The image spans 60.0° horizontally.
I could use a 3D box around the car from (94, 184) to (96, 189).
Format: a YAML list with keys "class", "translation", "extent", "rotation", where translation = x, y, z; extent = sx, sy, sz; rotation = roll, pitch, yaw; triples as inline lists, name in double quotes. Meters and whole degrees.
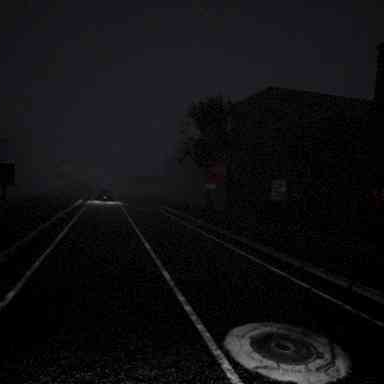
- class: "car"
  translation: [-25.548, -1.215, 76.009]
  extent: [5.566, 2.045, 2.435]
  rotation: [3, 0, -15]

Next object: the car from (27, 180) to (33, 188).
- class: "car"
  translation: [-38.130, -1.721, 72.697]
  extent: [4.553, 1.767, 2.185]
  rotation: [3, 0, -15]

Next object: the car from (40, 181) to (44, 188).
- class: "car"
  translation: [-40.787, -1.797, 83.515]
  extent: [5.366, 1.575, 1.946]
  rotation: [3, 0, -15]

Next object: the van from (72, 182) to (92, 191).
- class: "van"
  translation: [-26.817, -1.288, 81.470]
  extent: [4.442, 1.987, 1.878]
  rotation: [3, 0, -15]

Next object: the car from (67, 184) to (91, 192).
- class: "car"
  translation: [-24.836, -0.907, 73.301]
  extent: [4.892, 1.521, 2.231]
  rotation: [3, 0, -15]

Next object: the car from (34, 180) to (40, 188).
- class: "car"
  translation: [-40.265, -1.712, 80.774]
  extent: [4.674, 1.452, 2.002]
  rotation: [3, 0, -15]

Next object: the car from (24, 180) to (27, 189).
- class: "car"
  translation: [-36.776, -1.443, 67.300]
  extent: [4.674, 1.452, 2.002]
  rotation: [3, 1, -15]

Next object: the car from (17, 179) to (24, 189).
- class: "car"
  translation: [-36.080, -1.422, 64.602]
  extent: [5.008, 1.535, 2.097]
  rotation: [3, 1, -15]

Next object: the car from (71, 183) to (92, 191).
- class: "car"
  translation: [-26.199, -1.141, 78.736]
  extent: [4.553, 1.767, 2.185]
  rotation: [3, 0, -15]

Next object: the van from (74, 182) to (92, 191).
- class: "van"
  translation: [-28.453, -1.401, 86.837]
  extent: [4.442, 1.987, 1.878]
  rotation: [3, 0, -15]

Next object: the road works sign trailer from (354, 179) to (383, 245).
- class: "road works sign trailer"
  translation: [10.798, 1.709, 18.239]
  extent: [2.380, 3.560, 2.880]
  rotation: [9, 44, 7]

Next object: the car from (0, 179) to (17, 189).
- class: "car"
  translation: [-34.679, -1.287, 59.214]
  extent: [5.008, 1.535, 2.097]
  rotation: [3, 1, -14]

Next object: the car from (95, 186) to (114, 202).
- class: "car"
  translation: [-10.706, 0.323, 40.995]
  extent: [1.837, 1.490, 4.892]
  rotation: [3, 1, -15]

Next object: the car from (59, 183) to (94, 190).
- class: "car"
  translation: [-23.442, -1.037, 67.869]
  extent: [5.566, 2.045, 2.435]
  rotation: [3, 1, -15]

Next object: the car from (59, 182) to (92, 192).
- class: "car"
  translation: [-22.722, -0.718, 65.169]
  extent: [4.892, 1.521, 2.231]
  rotation: [3, 1, -15]
